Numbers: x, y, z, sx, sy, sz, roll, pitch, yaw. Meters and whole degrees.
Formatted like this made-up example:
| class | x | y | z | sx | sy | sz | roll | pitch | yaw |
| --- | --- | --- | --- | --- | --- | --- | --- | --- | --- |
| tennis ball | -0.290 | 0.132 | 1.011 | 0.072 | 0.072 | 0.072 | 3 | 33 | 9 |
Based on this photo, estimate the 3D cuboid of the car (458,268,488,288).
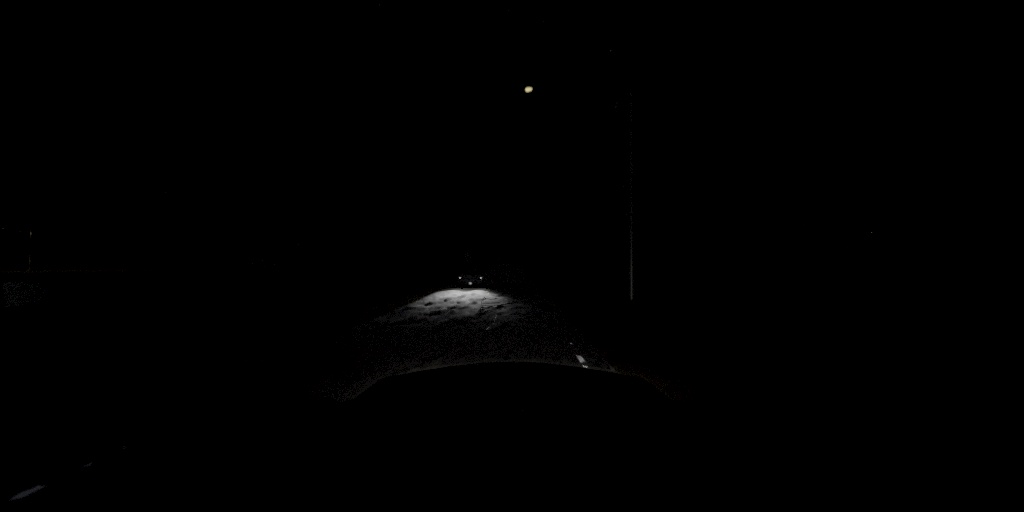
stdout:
| class | x | y | z | sx | sy | sz | roll | pitch | yaw |
| --- | --- | --- | --- | --- | --- | --- | --- | --- | --- |
| car | -2.846 | 1.602 | 26.735 | 1.895 | 1.301 | 4.718 | 0 | -1 | 0 |
